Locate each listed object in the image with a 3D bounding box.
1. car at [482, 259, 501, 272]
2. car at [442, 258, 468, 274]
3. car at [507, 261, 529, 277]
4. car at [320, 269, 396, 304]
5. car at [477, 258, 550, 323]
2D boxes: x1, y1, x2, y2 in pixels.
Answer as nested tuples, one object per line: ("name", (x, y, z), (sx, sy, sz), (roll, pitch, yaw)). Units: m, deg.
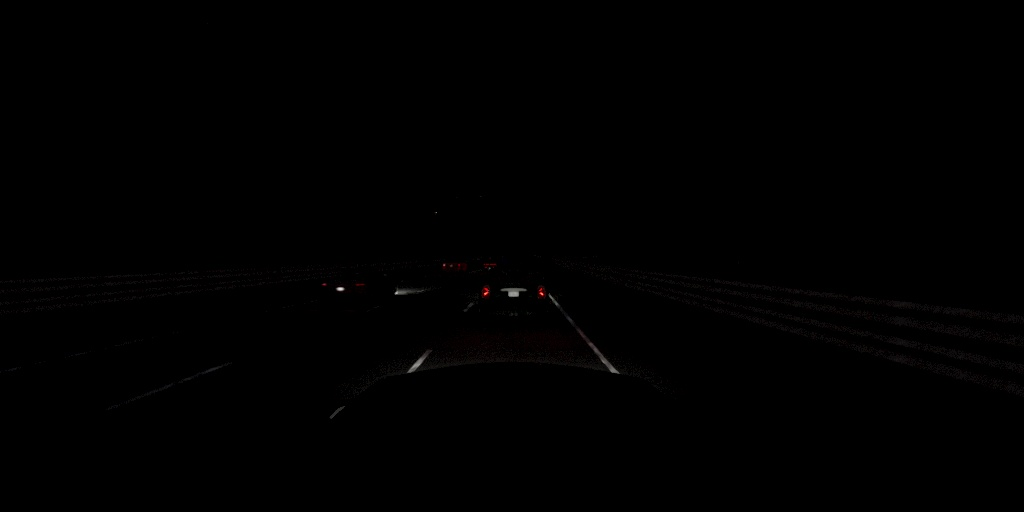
("car", (-2.482, 1.154, 43.935), (1.837, 1.490, 4.892), (0, -1, 3))
("car", (-6.171, 1.012, 39.240), (2.097, 1.767, 4.553), (0, 0, 2))
("car", (0.607, 1.246, 35.394), (1.994, 1.385, 4.181), (0, 0, 2))
("car", (-6.787, 1.284, 16.249), (1.994, 1.385, 4.181), (0, 0, 1))
("car", (0.069, 1.085, 12.172), (2.097, 1.767, 4.553), (0, 0, 1))
